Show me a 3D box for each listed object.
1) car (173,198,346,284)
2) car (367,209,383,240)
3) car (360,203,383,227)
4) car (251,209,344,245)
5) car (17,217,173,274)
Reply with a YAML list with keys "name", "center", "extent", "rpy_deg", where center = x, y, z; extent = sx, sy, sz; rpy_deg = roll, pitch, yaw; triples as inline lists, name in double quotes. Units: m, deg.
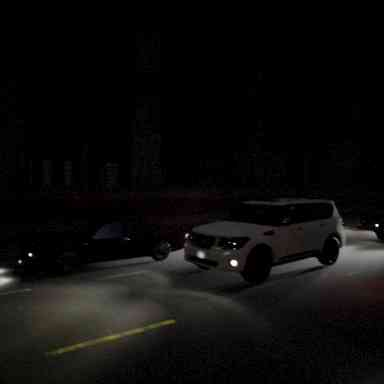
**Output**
- name: "car"
  center: [2.416, 1.218, 10.000]
  extent: [5.566, 2.045, 2.150]
  rpy_deg: [0, 0, -38]
- name: "car"
  center: [10.599, 1.594, 15.796]
  extent: [4.718, 1.301, 1.895]
  rpy_deg: [0, 0, -35]
- name: "car"
  center: [12.985, 1.467, 21.765]
  extent: [5.008, 1.535, 1.882]
  rpy_deg: [0, 0, -35]
- name: "car"
  center: [5.245, 1.594, 16.295]
  extent: [4.718, 1.301, 1.895]
  rpy_deg: [0, 0, -35]
- name: "car"
  center: [-2.571, 1.544, 10.739]
  extent: [5.357, 1.411, 2.033]
  rpy_deg: [0, 0, -35]
